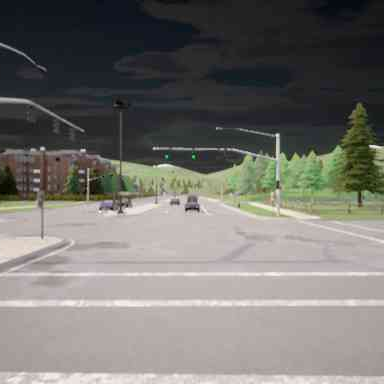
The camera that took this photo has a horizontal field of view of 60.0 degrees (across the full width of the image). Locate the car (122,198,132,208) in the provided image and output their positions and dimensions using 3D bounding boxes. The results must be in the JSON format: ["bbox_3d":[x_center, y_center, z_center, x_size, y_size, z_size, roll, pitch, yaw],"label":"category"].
[{"bbox_3d":[-11.502,1.848,56.674,1.882,1.535,5.008,0,0,0],"label":"car"}]

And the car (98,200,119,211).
[{"bbox_3d":[-11.535,1.828,46.323,1.812,1.442,4.674,0,0,0],"label":"car"}]

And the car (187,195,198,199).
[{"bbox_3d":[0.067,1.670,68.542,2.150,2.045,5.566,0,0,0],"label":"car"}]

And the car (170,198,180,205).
[{"bbox_3d":[-3.433,1.939,68.513,2.128,1.511,4.902,0,0,0],"label":"car"}]

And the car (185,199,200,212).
[{"bbox_3d":[0.042,1.883,43.105,1.895,1.301,4.718,0,0,0],"label":"car"}]
